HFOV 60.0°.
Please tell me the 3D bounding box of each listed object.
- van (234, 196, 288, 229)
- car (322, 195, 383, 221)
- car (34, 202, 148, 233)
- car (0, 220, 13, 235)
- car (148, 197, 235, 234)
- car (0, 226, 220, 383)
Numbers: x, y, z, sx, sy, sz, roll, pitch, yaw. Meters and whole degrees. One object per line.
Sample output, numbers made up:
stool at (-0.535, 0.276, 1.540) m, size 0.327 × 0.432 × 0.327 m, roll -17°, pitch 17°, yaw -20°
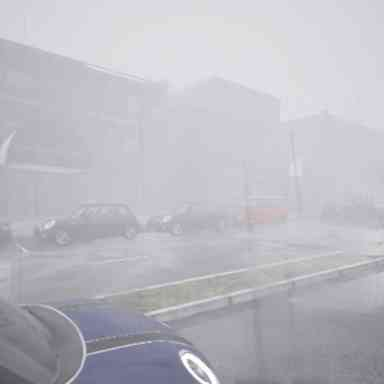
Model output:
van at (4.179, 1.246, 21.504) m, size 4.442 × 1.987 × 1.878 m, roll 0°, pitch 0°, yaw -36°
car at (13.332, 1.239, 28.068) m, size 5.566 × 2.045 × 2.435 m, roll 0°, pitch 0°, yaw -36°
car at (-4.681, 1.328, 15.151) m, size 4.553 × 1.767 × 2.185 m, roll 0°, pitch 0°, yaw -36°
car at (-9.094, 1.485, 11.987) m, size 4.674 × 1.452 × 2.002 m, roll 0°, pitch 0°, yaw -36°
car at (-0.192, 1.337, 18.371) m, size 4.553 × 1.767 × 2.185 m, roll 0°, pitch 0°, yaw -36°
car at (-1.922, 1.352, 2.069) m, size 4.553 × 1.767 × 2.097 m, roll 0°, pitch 0°, yaw -36°
